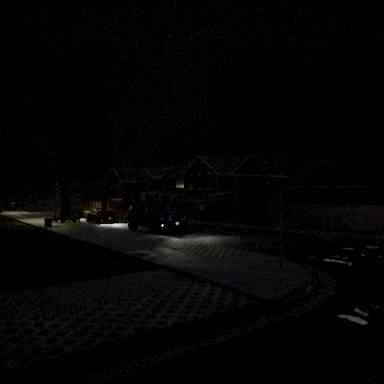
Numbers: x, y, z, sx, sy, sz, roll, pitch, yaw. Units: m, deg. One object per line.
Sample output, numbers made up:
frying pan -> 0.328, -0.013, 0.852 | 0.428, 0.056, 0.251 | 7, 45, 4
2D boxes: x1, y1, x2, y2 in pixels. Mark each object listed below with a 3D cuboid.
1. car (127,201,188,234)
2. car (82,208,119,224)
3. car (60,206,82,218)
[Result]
car -> -2.522, 1.653, 22.792 | 2.150, 2.045, 5.566 | 0, -1, -36
car -> -8.409, 2.193, 31.020 | 1.994, 1.385, 4.181 | 0, -1, -35
car -> -14.058, 2.370, 38.941 | 1.994, 1.385, 4.181 | 0, -1, -35
